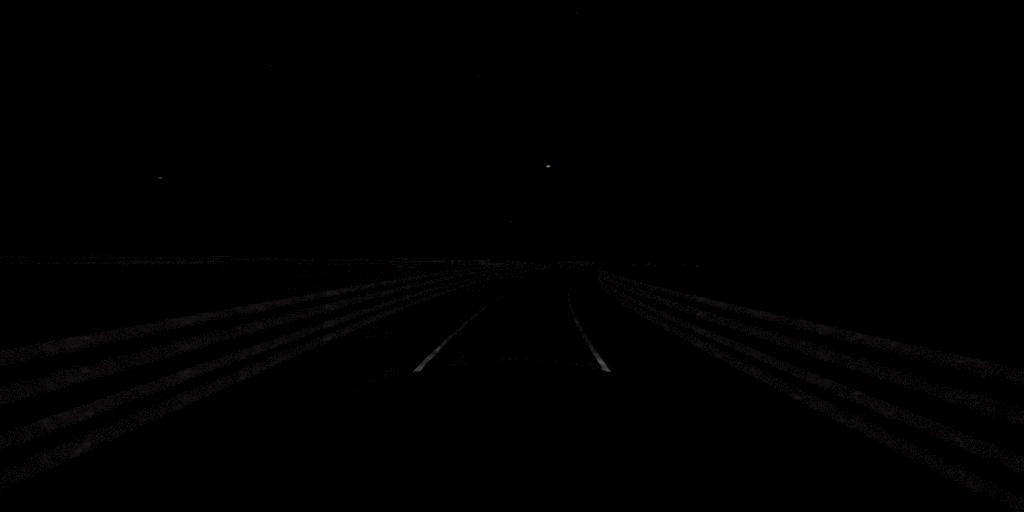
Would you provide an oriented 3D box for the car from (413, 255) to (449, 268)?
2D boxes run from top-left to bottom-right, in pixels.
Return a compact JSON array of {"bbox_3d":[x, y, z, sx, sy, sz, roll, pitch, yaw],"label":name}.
[{"bbox_3d":[-13.411,0.885,61.090,5.566,2.045,2.150,1,-1,-42],"label":"car"}]

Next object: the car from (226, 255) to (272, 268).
[{"bbox_3d":[-34.269,0.675,46.854,4.902,1.511,2.128,1,-1,-42],"label":"car"}]
